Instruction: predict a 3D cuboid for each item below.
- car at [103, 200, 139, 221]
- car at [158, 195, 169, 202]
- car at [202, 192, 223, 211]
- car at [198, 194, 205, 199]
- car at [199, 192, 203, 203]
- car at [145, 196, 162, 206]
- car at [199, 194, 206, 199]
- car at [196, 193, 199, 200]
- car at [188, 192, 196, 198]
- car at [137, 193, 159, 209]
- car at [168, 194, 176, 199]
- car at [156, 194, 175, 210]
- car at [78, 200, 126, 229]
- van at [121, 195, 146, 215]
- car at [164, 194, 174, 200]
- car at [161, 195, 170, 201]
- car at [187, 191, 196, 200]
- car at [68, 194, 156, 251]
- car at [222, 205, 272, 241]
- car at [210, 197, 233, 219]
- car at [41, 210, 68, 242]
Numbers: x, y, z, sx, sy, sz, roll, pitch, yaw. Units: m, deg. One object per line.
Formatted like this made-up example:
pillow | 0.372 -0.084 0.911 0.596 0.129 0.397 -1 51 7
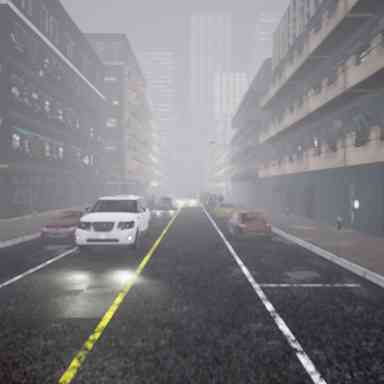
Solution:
car | -5.670 1.440 27.179 2.008 1.369 4.403 -1 0 0
car | -5.706 1.313 66.393 1.802 1.307 4.206 -1 0 0
car | 2.673 1.158 38.355 2.192 1.841 5.009 -1 0 0
car | 2.671 1.186 94.376 1.947 1.339 4.313 -1 0 0
car | 2.672 1.113 49.559 2.192 1.841 5.009 -1 0 0
car | -5.712 1.349 49.588 2.008 1.369 4.403 -1 0 0
car | 2.671 1.167 88.943 1.752 1.417 4.829 -1 0 0
car | 2.388 0.975 60.424 2.150 2.045 5.566 0 0 0
car | -0.009 0.841 95.337 2.097 1.767 4.553 0 0 0
car | -5.697 1.136 43.984 2.192 1.841 5.009 -1 0 0
car | -5.709 1.171 94.404 2.008 1.369 4.403 -1 0 0
car | -3.092 1.343 40.099 1.837 1.490 4.892 0 0 0
car | -5.671 1.352 21.577 1.967 1.590 4.097 -1 0 0
van | -5.673 1.207 32.780 1.690 1.788 3.998 -1 0 0
car | -5.708 1.216 83.200 2.008 1.369 4.403 -1 0 0
car | -5.707 1.291 71.996 1.802 1.307 4.206 -1 0 0
car | -0.007 0.765 78.595 2.150 2.045 5.566 0 0 0
car | -3.055 1.165 14.124 2.150 2.045 5.566 0 0 0
car | 2.679 1.516 15.948 1.802 1.307 4.206 -1 0 0
car | 2.677 1.413 27.322 1.752 1.417 4.829 -1 0 0
car | -5.668 1.516 15.976 1.802 1.307 4.206 -1 0 0
